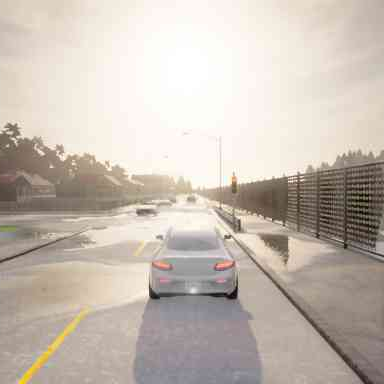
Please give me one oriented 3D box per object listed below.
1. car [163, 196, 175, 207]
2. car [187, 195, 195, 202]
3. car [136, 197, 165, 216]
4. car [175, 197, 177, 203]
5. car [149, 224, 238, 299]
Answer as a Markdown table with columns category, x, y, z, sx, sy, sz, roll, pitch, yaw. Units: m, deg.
| category | x | y | z | sx | sy | sz | roll | pitch | yaw |
| --- | --- | --- | --- | --- | --- | --- | --- | --- | --- |
| car | -4.211 | 1.547 | 52.566 | 2.033 | 1.411 | 5.357 | 0 | 0 | 0 |
| car | -0.168 | 1.478 | 76.014 | 1.882 | 1.535 | 5.008 | 0 | 0 | 0 |
| car | -4.172 | 1.547 | 32.411 | 2.033 | 1.411 | 5.357 | 0 | 0 | 0 |
| car | -4.158 | 1.477 | 68.295 | 1.882 | 1.535 | 5.008 | 0 | 0 | 0 |
| car | 0.036 | 1.526 | 8.307 | 1.812 | 1.442 | 4.674 | 0 | 0 | 0 |
